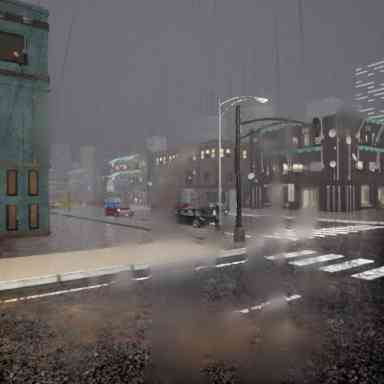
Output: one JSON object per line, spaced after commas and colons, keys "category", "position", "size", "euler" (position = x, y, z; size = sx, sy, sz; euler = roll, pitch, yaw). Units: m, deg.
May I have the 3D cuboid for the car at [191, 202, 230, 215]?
{"category": "car", "position": [2.235, 1.809, 35.847], "size": [2.008, 1.369, 4.403], "euler": [-2, 0, -35]}

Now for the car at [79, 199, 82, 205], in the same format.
{"category": "car", "position": [-26.548, 2.363, 76.507], "size": [1.947, 1.339, 4.313], "euler": [-1, 0, -35]}

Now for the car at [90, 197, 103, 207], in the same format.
{"category": "car", "position": [-16.959, 1.939, 62.953], "size": [2.192, 1.841, 5.009], "euler": [-1, 0, -35]}

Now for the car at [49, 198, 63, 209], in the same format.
{"category": "car", "position": [-23.694, 2.232, 57.971], "size": [1.752, 1.417, 4.829], "euler": [-1, 0, -35]}

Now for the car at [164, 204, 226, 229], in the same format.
{"category": "car", "position": [0.118, 1.814, 24.125], "size": [1.947, 1.339, 4.313], "euler": [-1, 0, -35]}

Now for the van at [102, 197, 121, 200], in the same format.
{"category": "van", "position": [-13.760, 1.906, 58.435], "size": [1.690, 1.788, 3.998], "euler": [-1, 0, -35]}

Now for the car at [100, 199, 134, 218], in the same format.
{"category": "car", "position": [-7.804, 1.846, 35.521], "size": [1.967, 1.590, 4.097], "euler": [-1, 0, -35]}

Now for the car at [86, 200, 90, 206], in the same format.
{"category": "car", "position": [-20.152, 2.227, 67.471], "size": [1.887, 1.381, 4.507], "euler": [-1, 0, -35]}

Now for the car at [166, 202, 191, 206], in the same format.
{"category": "car", "position": [-0.962, 1.903, 40.366], "size": [1.802, 1.307, 4.206], "euler": [-2, 0, -35]}

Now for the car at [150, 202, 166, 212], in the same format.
{"category": "car", "position": [-4.160, 1.965, 44.883], "size": [1.802, 1.307, 4.206], "euler": [-2, 0, -35]}
